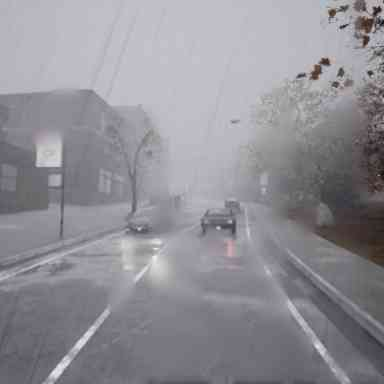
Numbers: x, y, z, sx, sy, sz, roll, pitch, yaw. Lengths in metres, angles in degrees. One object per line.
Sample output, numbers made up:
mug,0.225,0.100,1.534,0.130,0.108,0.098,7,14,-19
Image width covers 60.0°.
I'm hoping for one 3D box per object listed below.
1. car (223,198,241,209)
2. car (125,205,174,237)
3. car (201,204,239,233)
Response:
car,5.002,1.496,41.529,1.837,1.490,4.892,-1,0,9
car,-2.229,1.530,18.433,1.837,1.490,4.892,-1,0,7
car,1.675,1.588,19.633,1.895,1.301,4.718,-1,0,8
